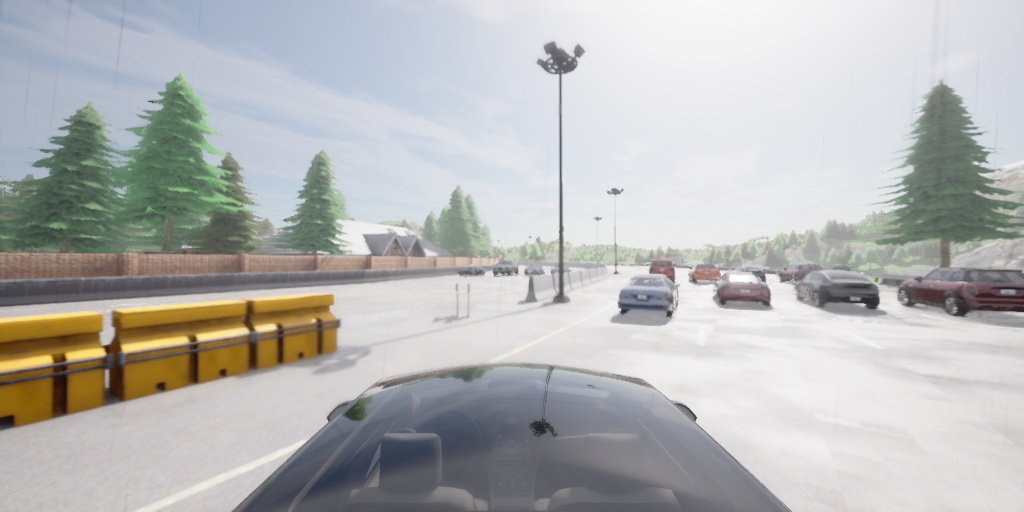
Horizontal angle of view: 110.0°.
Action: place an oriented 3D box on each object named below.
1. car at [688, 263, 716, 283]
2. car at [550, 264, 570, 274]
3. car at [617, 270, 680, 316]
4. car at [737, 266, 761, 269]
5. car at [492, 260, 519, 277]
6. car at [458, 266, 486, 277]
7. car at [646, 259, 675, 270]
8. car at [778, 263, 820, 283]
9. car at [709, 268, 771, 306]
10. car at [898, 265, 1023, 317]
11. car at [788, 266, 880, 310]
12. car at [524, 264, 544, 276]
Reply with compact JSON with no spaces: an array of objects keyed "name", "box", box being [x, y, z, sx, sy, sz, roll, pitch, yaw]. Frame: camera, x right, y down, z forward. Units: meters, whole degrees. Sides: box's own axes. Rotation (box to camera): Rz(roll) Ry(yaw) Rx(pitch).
[{"name":"car","box":[16.884,1.421,31.710,2.097,1.767,4.553,0,-1,20]},{"name":"car","box":[5.829,1.739,43.288,2.128,1.511,4.902,0,-1,17]},{"name":"car","box":[5.488,1.436,14.196,2.033,1.411,5.357,-1,-1,27]},{"name":"car","box":[20.385,1.558,31.080,1.837,1.490,4.892,0,0,20]},{"name":"car","box":[-0.681,1.519,45.823,2.150,2.045,5.566,0,-1,17]},{"name":"car","box":[-4.892,1.891,44.102,1.895,1.301,4.718,0,-1,18]},{"name":"car","box":[13.562,1.316,32.703,2.150,2.045,5.566,0,0,20]},{"name":"car","box":[23.281,1.366,28.839,2.097,1.767,4.553,0,-1,20]},{"name":"car","box":[10.734,1.471,16.970,1.994,1.385,4.181,-1,-1,26]},{"name":"car","box":[16.759,1.195,13.358,2.097,1.767,4.553,-1,-1,26]},{"name":"car","box":[14.020,1.387,15.724,1.837,1.490,4.892,0,0,26]},{"name":"car","box":[2.844,1.775,45.439,2.128,1.511,4.902,0,-1,17]}]
